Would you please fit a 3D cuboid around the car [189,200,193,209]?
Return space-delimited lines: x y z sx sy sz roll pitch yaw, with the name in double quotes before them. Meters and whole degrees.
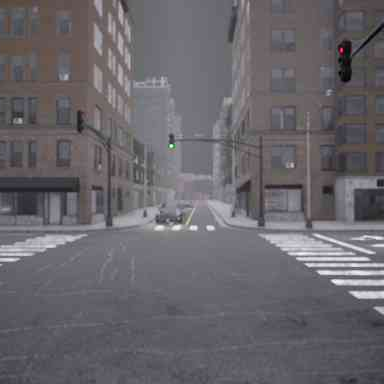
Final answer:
"car" -0.803 2.102 56.818 1.994 1.385 4.181 0 -1 2

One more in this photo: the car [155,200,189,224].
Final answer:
"car" -1.687 1.593 27.285 2.097 1.767 4.553 0 -1 4
